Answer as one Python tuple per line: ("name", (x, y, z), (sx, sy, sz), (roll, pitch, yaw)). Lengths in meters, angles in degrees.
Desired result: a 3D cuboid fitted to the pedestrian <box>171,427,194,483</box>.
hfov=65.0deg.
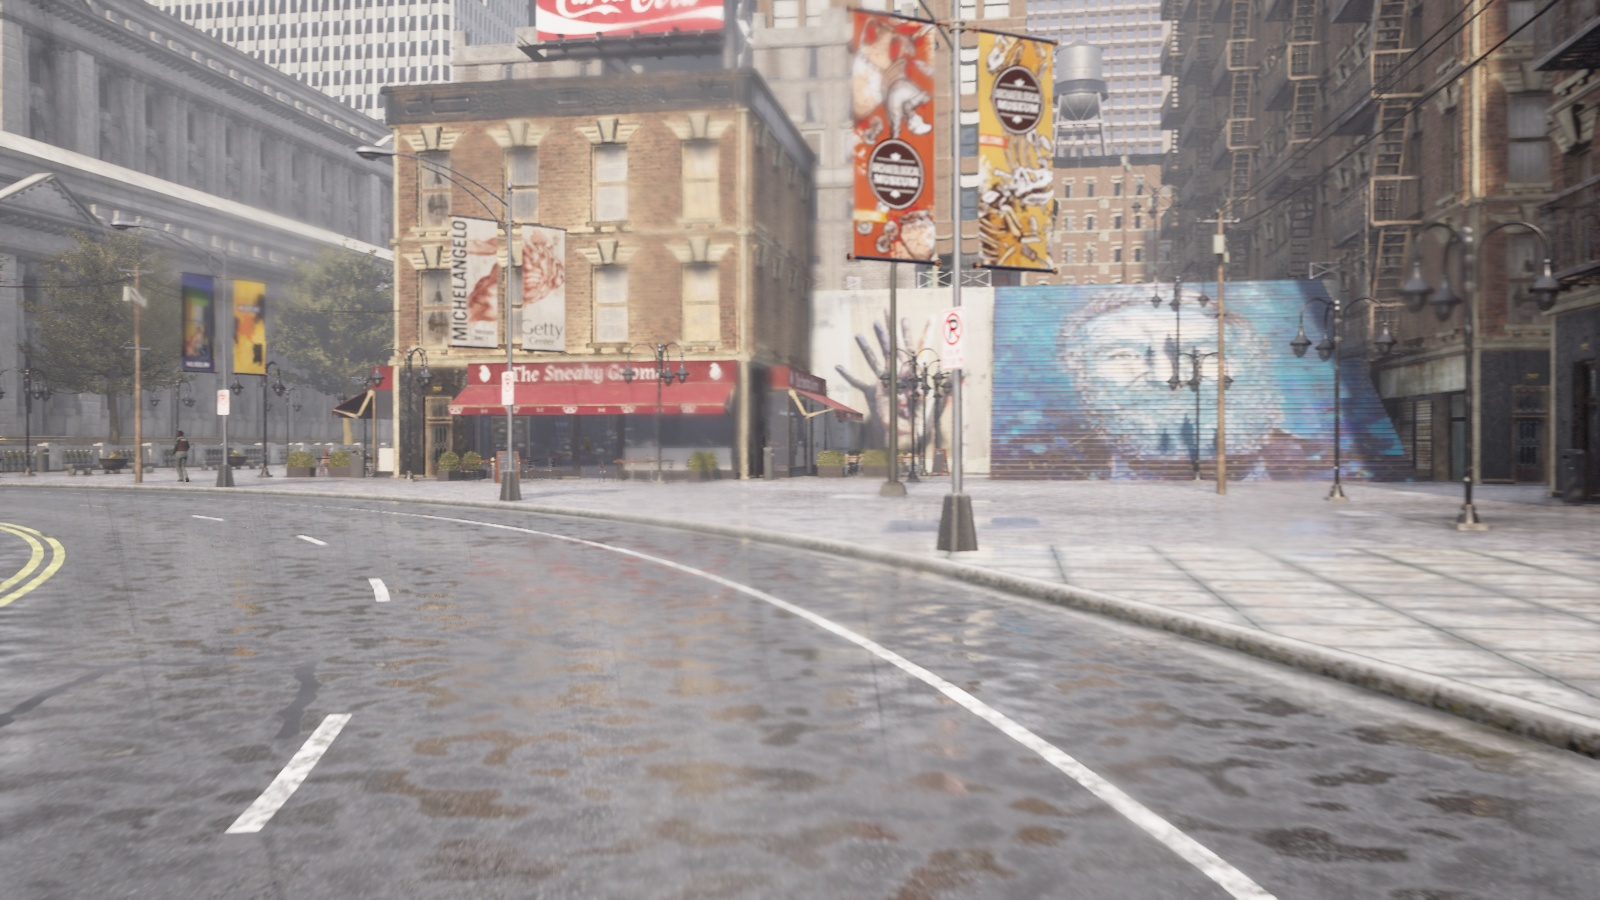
("pedestrian", (-21.441, 0.158, 43.626), (0.666, 1.930, 0.402), (0, 0, 28))
